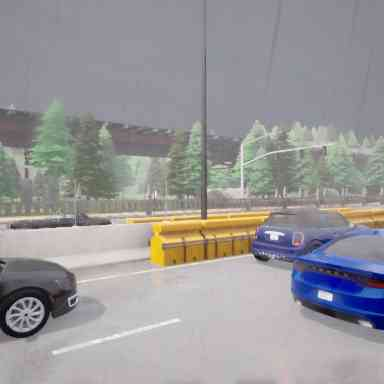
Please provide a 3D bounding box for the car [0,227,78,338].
[{"bbox_3d":[-4.273,1.505,4.998,4.892,1.490,1.837,0,0,-35],"label":"car"}]

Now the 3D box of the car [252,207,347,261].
[{"bbox_3d":[4.147,1.352,11.008,4.553,1.767,2.097,0,0,-36],"label":"car"}]

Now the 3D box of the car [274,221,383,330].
[{"bbox_3d":[4.108,1.478,6.681,5.008,1.535,1.882,0,0,-36],"label":"car"}]

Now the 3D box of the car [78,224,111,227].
[{"bbox_3d":[-6.578,1.601,16.499,4.718,1.301,1.895,0,0,-36],"label":"car"}]
